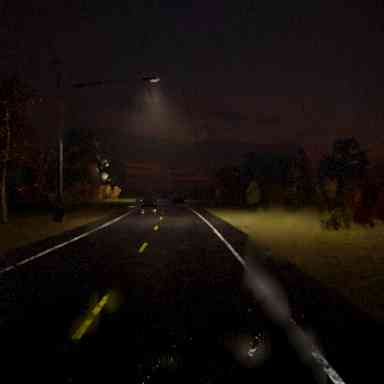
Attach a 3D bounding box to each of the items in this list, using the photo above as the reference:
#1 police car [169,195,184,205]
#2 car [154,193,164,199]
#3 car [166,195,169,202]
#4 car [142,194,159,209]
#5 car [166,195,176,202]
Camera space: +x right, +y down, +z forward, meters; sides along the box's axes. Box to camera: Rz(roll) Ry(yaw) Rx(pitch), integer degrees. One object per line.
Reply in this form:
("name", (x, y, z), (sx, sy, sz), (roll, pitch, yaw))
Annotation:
("police car", (-2.530, 1.327, 58.704), (1.930, 1.638, 5.238), (0, 0, -7))
("car", (-8.950, 1.237, 93.300), (1.837, 1.490, 4.892), (0, 0, -11))
("car", (-3.813, 1.356, 68.567), (1.882, 1.535, 5.008), (0, 0, -8))
("car", (-5.806, 1.411, 45.493), (1.882, 1.535, 5.008), (0, 0, -5))
("car", (-4.689, 1.386, 74.537), (1.812, 1.442, 4.674), (0, 0, -9))
